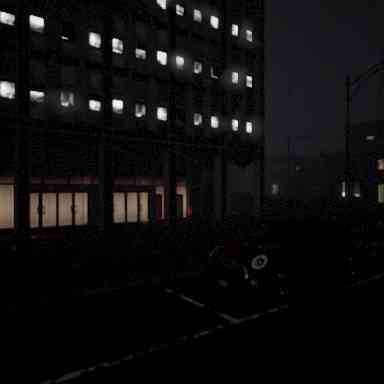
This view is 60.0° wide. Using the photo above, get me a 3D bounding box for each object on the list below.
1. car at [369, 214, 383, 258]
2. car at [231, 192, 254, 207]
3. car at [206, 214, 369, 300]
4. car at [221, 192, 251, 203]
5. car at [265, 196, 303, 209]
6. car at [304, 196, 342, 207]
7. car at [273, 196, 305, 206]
[{"bbox_3d":[6.898,1.460,11.547,4.403,1.369,2.008,-1,1,-36],"label":"car"},{"bbox_3d":[6.869,0.937,42.663,2.192,1.841,5.009,0,0,-35],"label":"car"},{"bbox_3d":[2.280,1.391,8.218,4.097,1.590,1.967,-1,1,-36],"label":"car"},{"bbox_3d":[7.408,0.873,56.538,2.192,1.841,5.009,0,0,-35],"label":"car"},{"bbox_3d":[10.036,1.198,38.122,2.008,1.369,4.403,0,0,-35],"label":"car"},{"bbox_3d":[16.814,1.155,43.054,1.752,1.417,4.829,0,0,-35],"label":"car"},{"bbox_3d":[13.743,1.188,47.457,1.802,1.307,4.206,0,0,-35],"label":"car"}]
